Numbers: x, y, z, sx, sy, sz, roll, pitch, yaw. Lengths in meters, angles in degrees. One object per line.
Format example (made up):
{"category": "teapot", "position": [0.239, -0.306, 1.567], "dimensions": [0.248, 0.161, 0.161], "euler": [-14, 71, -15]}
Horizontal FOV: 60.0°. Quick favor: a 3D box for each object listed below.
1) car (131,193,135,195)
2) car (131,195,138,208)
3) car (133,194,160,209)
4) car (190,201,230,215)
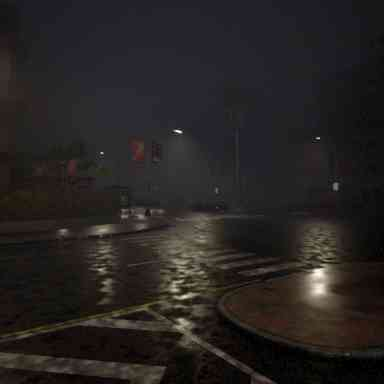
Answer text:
{"category": "car", "position": [-13.431, 1.220, 68.429], "dimensions": [2.150, 2.045, 5.566], "euler": [0, 0, -39]}
{"category": "car", "position": [-9.797, 1.547, 45.053], "dimensions": [2.033, 1.411, 5.357], "euler": [0, 0, -35]}
{"category": "car", "position": [-6.246, 1.477, 46.081], "dimensions": [1.882, 1.535, 5.008], "euler": [0, 0, -35]}
{"category": "car", "position": [1.800, 1.601, 34.587], "dimensions": [1.895, 1.301, 4.718], "euler": [0, 0, -35]}
